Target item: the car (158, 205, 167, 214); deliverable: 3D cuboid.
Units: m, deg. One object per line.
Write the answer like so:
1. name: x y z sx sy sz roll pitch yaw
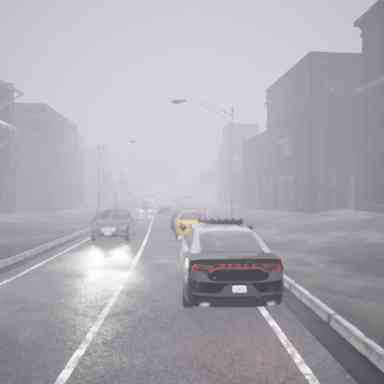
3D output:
1. car: -3.803 2.430 47.031 1.895 1.301 4.718 0 0 -5

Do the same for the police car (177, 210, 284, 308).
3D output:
1. police car: 0.676 1.461 8.198 1.930 1.638 5.238 0 -1 -3

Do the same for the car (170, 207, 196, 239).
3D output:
1. car: -0.074 1.662 18.373 1.801 1.575 5.366 0 -1 -5

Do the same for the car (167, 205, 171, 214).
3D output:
1. car: -0.642 1.846 24.191 1.882 1.535 5.008 0 -2 -6

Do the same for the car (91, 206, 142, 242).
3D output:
1. car: -4.055 1.699 17.657 2.128 1.511 4.902 0 -1 -5

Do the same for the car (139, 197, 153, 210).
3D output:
1. car: -8.034 2.258 58.130 1.837 1.490 4.892 0 1 -5
